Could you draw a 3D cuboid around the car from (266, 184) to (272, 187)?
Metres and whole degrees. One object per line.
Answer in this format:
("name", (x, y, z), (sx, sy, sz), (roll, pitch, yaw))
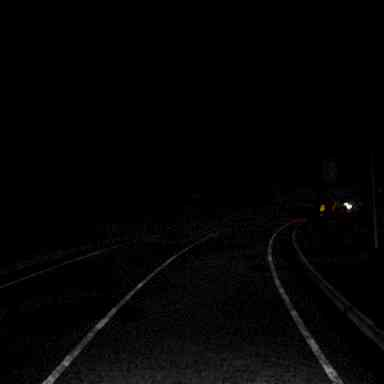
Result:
("car", (17.335, -1.537, 82.259), (4.553, 1.767, 2.185), (0, -5, -4))

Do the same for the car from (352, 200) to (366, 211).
("car", (21.509, 1.824, 44.661), (4.674, 1.442, 1.812), (0, -4, -40))

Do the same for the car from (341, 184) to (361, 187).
("car", (39.273, -1.356, 84.017), (4.674, 1.452, 2.002), (0, -5, -6))

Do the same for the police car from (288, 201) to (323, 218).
("police car", (11.264, 1.709, 33.512), (1.930, 1.638, 5.238), (-4, -2, 35))

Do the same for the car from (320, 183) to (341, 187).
("car", (33.750, -1.427, 83.494), (4.892, 1.521, 2.231), (0, -5, -4))

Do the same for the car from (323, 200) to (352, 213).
("car", (17.428, 1.758, 40.914), (1.801, 1.575, 5.366), (-5, -4, 44))

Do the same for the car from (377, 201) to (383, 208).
("car", (33.007, 2.145, 56.988), (4.181, 1.385, 1.994), (0, -5, -25))

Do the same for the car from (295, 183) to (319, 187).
("car", (28.246, -1.430, 83.071), (4.892, 1.521, 2.231), (0, -5, -4))
